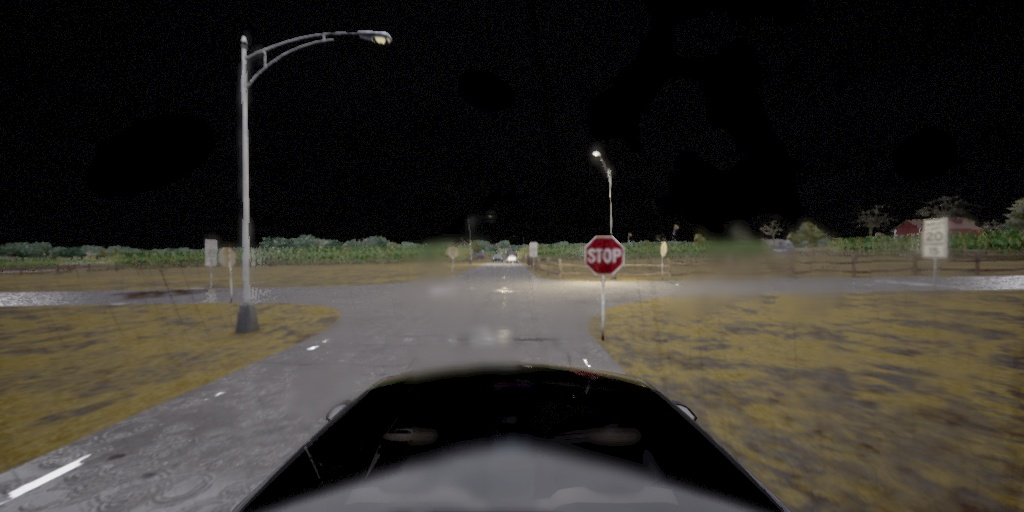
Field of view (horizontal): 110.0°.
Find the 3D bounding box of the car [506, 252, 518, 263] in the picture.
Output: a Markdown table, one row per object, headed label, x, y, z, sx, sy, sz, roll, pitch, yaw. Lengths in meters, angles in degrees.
| label | x | y | z | sx | sy | sz | roll | pitch | yaw |
| --- | --- | --- | --- | --- | --- | --- | --- | --- | --- |
| car | 0.012 | 0.539 | 64.286 | 1.812 | 1.442 | 4.674 | 0 | 0 | 0 |
